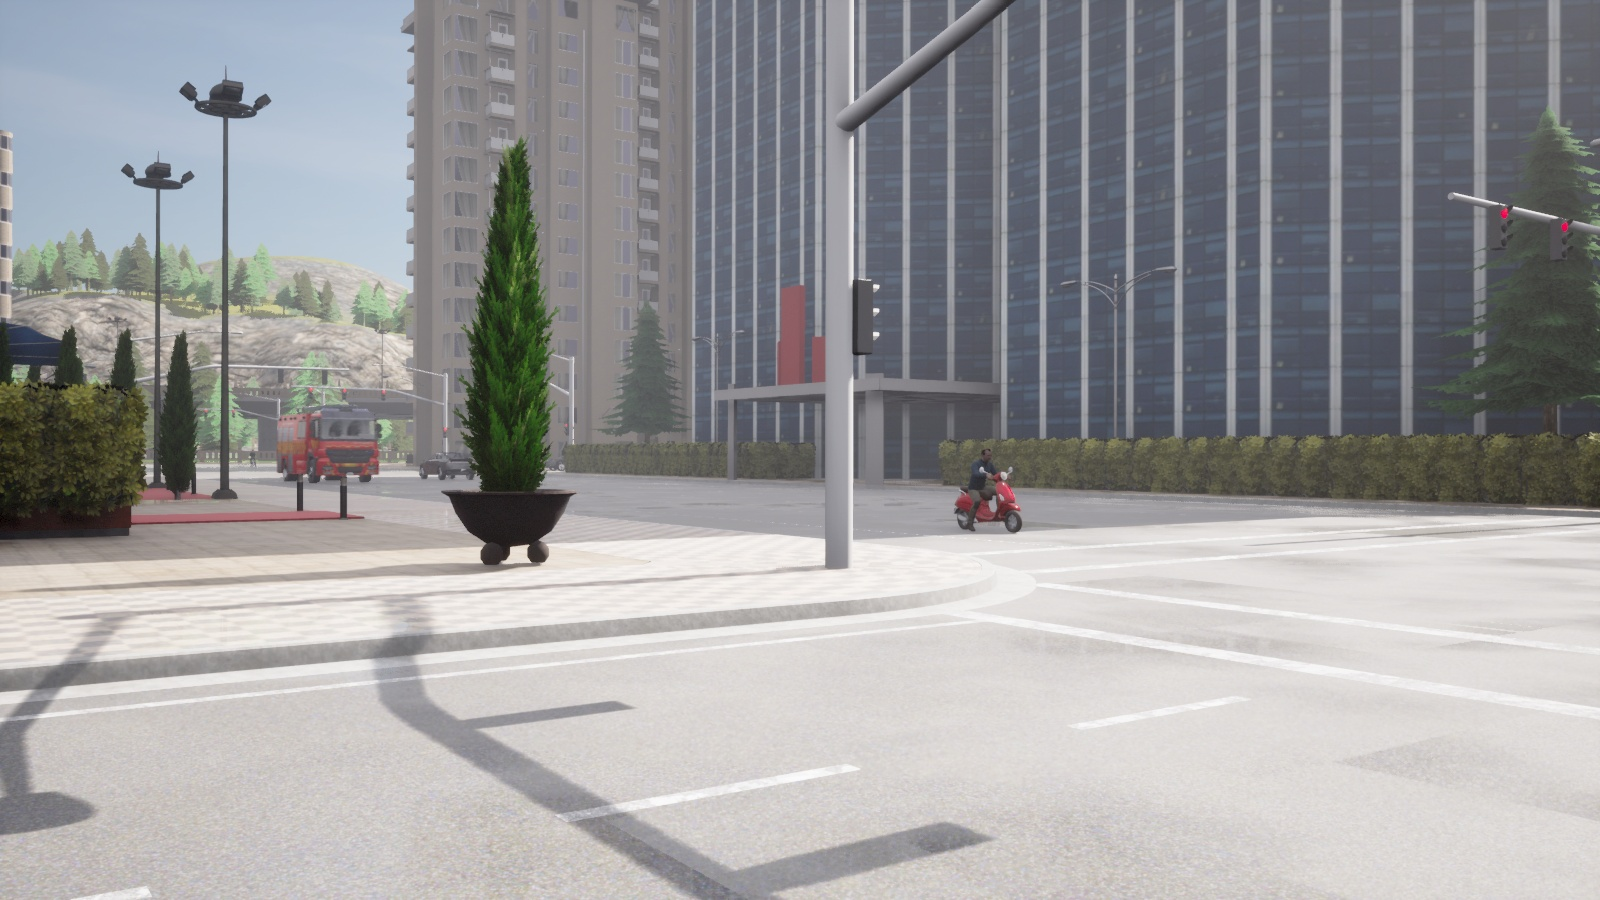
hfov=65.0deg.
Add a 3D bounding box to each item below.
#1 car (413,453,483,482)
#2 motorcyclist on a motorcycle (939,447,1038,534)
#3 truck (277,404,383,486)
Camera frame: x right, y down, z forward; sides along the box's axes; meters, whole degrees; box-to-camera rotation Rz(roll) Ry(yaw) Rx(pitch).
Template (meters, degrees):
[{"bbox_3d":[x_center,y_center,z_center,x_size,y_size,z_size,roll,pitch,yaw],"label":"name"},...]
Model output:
[{"bbox_3d":[-19.264,0.910,68.567,2.128,1.511,4.902,0,0,-35],"label":"car"},{"bbox_3d":[3.593,0.749,24.057,0.866,1.590,1.817,0,0,-35],"label":"motorcyclist on a motorcycle"},{"bbox_3d":[-23.434,-0.218,62.337,2.891,3.827,8.468,0,0,-35],"label":"truck"}]
